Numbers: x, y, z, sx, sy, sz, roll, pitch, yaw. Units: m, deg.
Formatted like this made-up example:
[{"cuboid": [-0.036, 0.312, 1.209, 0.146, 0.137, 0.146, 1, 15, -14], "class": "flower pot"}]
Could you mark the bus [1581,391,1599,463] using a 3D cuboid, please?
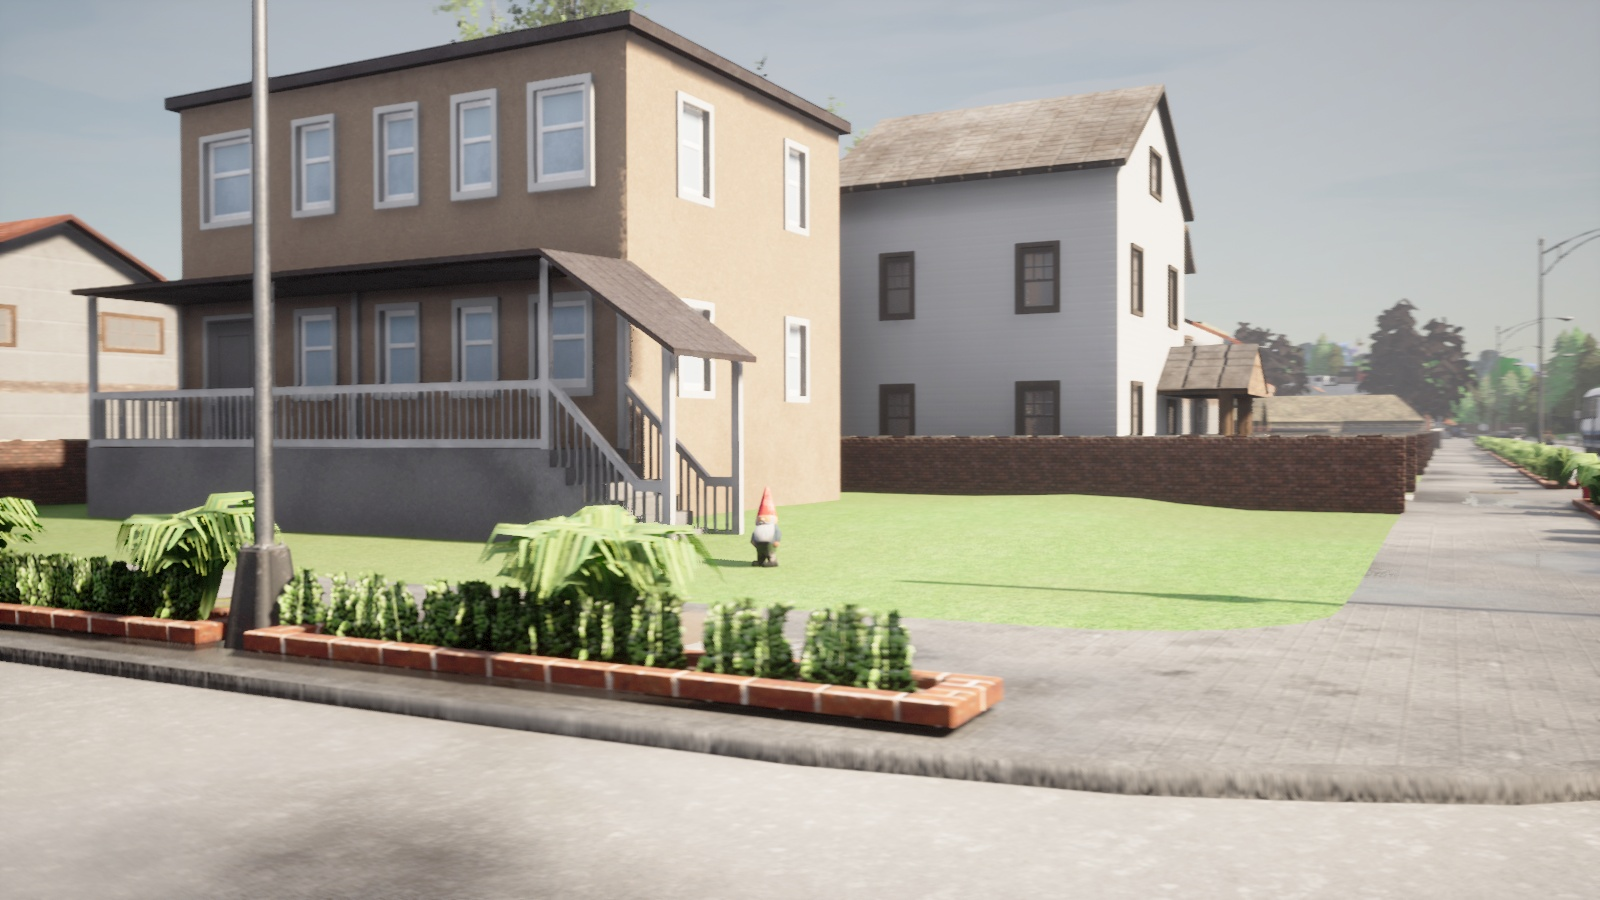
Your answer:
[{"cuboid": [50.898, -1.391, 77.360, 3.944, 4.253, 10.273, 1, 1, 28], "class": "bus"}]
